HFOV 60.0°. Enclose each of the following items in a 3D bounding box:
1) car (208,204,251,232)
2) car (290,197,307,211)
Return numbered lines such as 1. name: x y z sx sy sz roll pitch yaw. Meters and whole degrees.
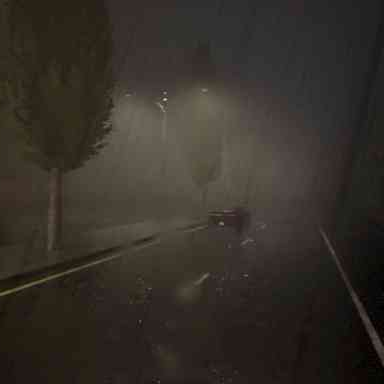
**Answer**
1. car: 2.353 1.460 19.925 2.128 1.511 4.902 1 0 18
2. car: 14.072 1.466 43.945 2.097 1.767 4.553 1 0 19
